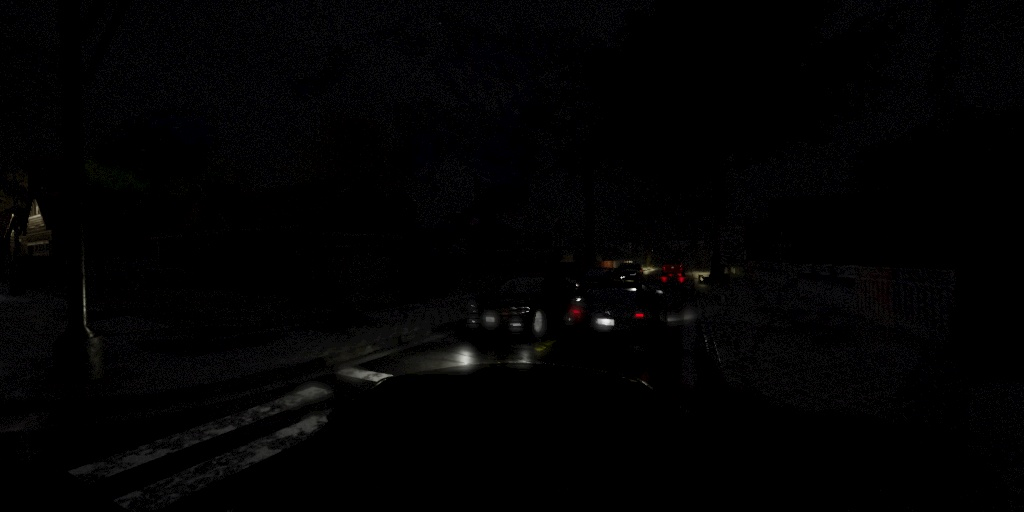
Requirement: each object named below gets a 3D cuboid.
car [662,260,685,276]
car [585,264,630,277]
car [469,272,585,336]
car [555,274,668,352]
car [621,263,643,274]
[{"bbox_3d":[17.083,1.177,37.894,2.097,1.767,4.553,-1,-1,27],"label":"car"},{"bbox_3d":[4.950,1.351,19.915,2.033,1.411,5.357,-1,0,25],"label":"car"},{"bbox_3d":[0.566,1.281,11.042,1.882,1.535,5.008,-1,0,26],"label":"car"},{"bbox_3d":[2.815,1.323,9.158,1.994,1.385,4.181,-1,0,26],"label":"car"},{"bbox_3d":[9.404,1.322,28.897,1.837,1.490,4.892,-1,-1,27],"label":"car"}]
